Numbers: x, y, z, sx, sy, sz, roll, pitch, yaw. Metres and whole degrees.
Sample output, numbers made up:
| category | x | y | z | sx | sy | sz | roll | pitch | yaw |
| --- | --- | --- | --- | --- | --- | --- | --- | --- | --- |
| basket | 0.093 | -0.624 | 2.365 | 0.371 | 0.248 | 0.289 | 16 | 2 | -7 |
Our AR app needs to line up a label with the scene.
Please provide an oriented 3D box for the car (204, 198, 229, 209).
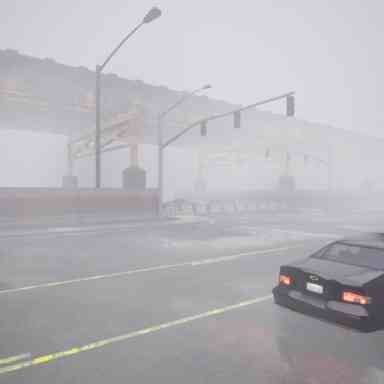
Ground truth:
| category | x | y | z | sx | sy | sz | roll | pitch | yaw |
| --- | --- | --- | --- | --- | --- | --- | --- | --- | --- |
| car | 2.906 | 1.292 | 38.757 | 1.853 | 1.218 | 4.536 | 0 | 0 | 17 |

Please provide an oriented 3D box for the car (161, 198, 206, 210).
| category | x | y | z | sx | sy | sz | roll | pitch | yaw |
| --- | --- | --- | --- | --- | --- | --- | --- | --- | --- |
| car | -0.879 | 1.292 | 35.992 | 4.536 | 1.218 | 1.853 | 0 | 0 | 7 |

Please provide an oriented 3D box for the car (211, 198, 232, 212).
| category | x | y | z | sx | sy | sz | roll | pitch | yaw |
| --- | --- | --- | --- | --- | --- | --- | --- | --- | --- |
| car | 2.891 | 1.449 | 38.707 | 2.038 | 1.542 | 4.974 | 0 | 0 | 17 |

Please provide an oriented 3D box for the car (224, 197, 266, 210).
| category | x | y | z | sx | sy | sz | roll | pitch | yaw |
| --- | --- | --- | --- | --- | --- | --- | --- | --- | --- |
| car | 6.764 | 1.449 | 42.506 | 4.974 | 1.542 | 2.038 | 0 | 0 | -8 |

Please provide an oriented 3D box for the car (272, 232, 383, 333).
| category | x | y | z | sx | sy | sz | roll | pitch | yaw |
| --- | --- | --- | --- | --- | --- | --- | --- | --- | --- |
| car | 3.954 | 1.547 | 6.671 | 5.357 | 1.411 | 2.033 | 0 | 0 | -36 |

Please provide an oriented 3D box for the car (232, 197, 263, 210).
| category | x | y | z | sx | sy | sz | roll | pitch | yaw |
| --- | --- | --- | --- | --- | --- | --- | --- | --- | --- |
| car | 6.712 | 1.291 | 42.499 | 4.536 | 1.218 | 1.853 | 0 | 0 | -8 |

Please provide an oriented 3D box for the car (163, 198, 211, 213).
| category | x | y | z | sx | sy | sz | roll | pitch | yaw |
| --- | --- | --- | --- | --- | --- | --- | --- | --- | --- |
| car | -0.827 | 1.450 | 35.985 | 4.974 | 1.542 | 2.038 | 0 | 0 | 7 |
